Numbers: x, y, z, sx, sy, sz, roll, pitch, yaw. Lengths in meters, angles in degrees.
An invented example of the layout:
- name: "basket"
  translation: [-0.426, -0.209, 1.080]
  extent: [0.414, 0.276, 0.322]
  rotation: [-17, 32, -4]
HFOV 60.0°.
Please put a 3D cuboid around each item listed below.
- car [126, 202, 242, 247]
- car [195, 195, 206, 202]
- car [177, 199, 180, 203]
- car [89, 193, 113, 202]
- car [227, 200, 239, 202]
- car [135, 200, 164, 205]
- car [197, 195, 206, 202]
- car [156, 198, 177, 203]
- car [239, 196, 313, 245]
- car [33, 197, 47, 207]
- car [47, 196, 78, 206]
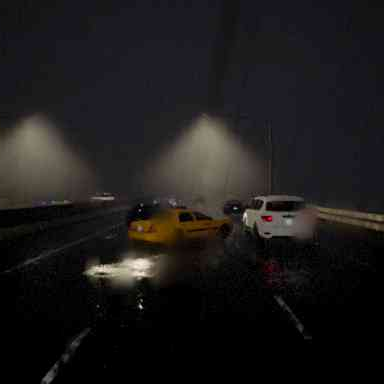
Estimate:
- name: "car"
  translation: [-0.242, 1.432, 15.000]
  extent: [5.366, 1.575, 1.801]
  rotation: [0, 0, -45]
- name: "car"
  translation: [1.505, 1.448, 60.637]
  extent: [2.128, 1.511, 4.902]
  rotation: [0, 0, 3]
- name: "car"
  translation: [-2.659, 1.503, 44.313]
  extent: [2.033, 1.411, 5.357]
  rotation: [0, 0, 2]
- name: "car"
  translation: [-13.112, 1.172, 48.376]
  extent: [2.150, 2.045, 5.566]
  rotation: [0, 0, 2]
- name: "car"
  translation: [4.137, 1.527, 33.282]
  extent: [1.994, 1.385, 4.181]
  rotation: [0, 0, 1]
- name: "car"
  translation: [-3.219, 1.494, 22.383]
  extent: [1.812, 1.442, 4.674]
  rotation: [0, 0, 1]
- name: "car"
  translation: [2.244, 1.492, 78.803]
  extent: [2.033, 1.411, 5.357]
  rotation: [0, 0, 3]
- name: "car"
  translation: [-2.974, 1.453, 33.348]
  extent: [2.128, 1.511, 4.902]
  rotation: [0, 0, 1]
- name: "car"
  translation: [3.770, 1.198, 15.423]
  extent: [2.150, 2.045, 5.566]
  rotation: [0, 0, 1]
- name: "car"
  translation: [-20.186, 1.425, 46.164]
  extent: [1.882, 1.535, 5.008]
  rotation: [0, 0, 2]
- name: "car"
  translation: [-16.754, 1.303, 44.042]
  extent: [2.097, 1.767, 4.553]
  rotation: [0, 0, 2]
